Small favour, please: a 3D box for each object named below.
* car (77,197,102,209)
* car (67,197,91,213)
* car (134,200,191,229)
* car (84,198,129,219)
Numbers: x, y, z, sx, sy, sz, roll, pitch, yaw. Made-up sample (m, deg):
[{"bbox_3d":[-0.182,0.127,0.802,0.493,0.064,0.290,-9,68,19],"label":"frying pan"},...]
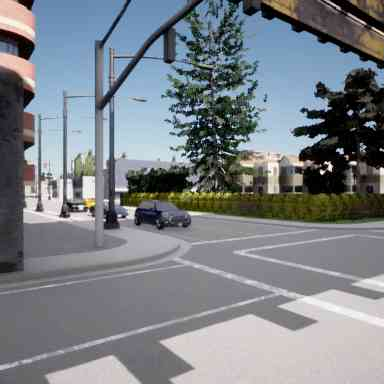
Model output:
[{"bbox_3d":[-14.086,1.477,45.302,1.882,1.535,5.008,0,0,-34],"label":"car"},{"bbox_3d":[-13.318,1.491,37.788,2.128,1.511,4.902,0,0,-35],"label":"car"},{"bbox_3d":[-1.988,1.351,21.656,2.097,1.767,4.553,0,0,-35],"label":"car"},{"bbox_3d":[-7.462,1.547,29.435,2.033,1.411,5.357,0,0,-35],"label":"car"}]
